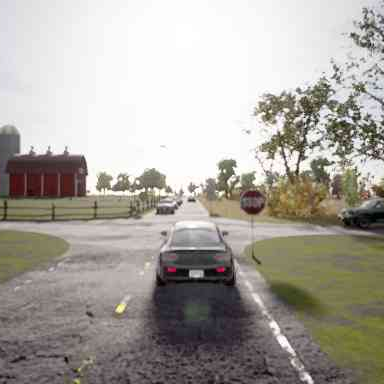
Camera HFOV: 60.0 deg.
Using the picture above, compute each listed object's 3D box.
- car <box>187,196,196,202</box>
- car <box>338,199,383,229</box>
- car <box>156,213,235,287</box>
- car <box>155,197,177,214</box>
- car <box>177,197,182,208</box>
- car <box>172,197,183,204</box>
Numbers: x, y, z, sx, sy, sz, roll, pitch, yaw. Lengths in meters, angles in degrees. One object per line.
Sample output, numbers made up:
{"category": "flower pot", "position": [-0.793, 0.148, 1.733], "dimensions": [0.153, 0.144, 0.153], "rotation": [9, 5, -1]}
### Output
{"category": "car", "position": [-0.050, 1.687, 78.025], "dimensions": [1.994, 1.385, 4.181], "rotation": [0, 0, 0]}
{"category": "car", "position": [13.263, 1.485, 23.341], "dimensions": [5.566, 2.045, 2.150], "rotation": [1, -1, -1]}
{"category": "car", "position": [0.078, 1.534, 9.216], "dimensions": [1.812, 1.442, 4.674], "rotation": [0, 0, 0]}
{"category": "car", "position": [-2.830, 1.548, 35.976], "dimensions": [1.837, 1.490, 4.892], "rotation": [0, 0, -1]}
{"category": "car", "position": [-2.870, 1.608, 45.762], "dimensions": [2.033, 1.411, 5.357], "rotation": [0, 0, 0]}
{"category": "car", "position": [-2.799, 1.668, 65.717], "dimensions": [1.994, 1.385, 4.181], "rotation": [0, 0, 1]}
